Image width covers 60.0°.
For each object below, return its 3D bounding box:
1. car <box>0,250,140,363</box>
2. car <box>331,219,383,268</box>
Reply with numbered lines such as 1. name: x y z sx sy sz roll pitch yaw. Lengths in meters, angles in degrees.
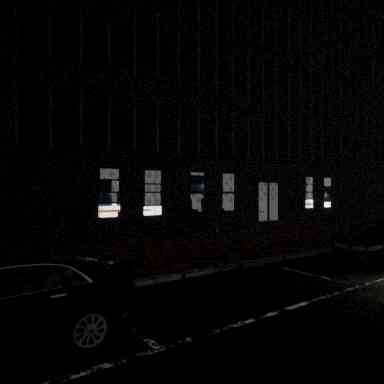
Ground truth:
1. car: -2.876 1.551 4.509 4.403 1.369 2.008 0 0 -35
2. car: 6.408 1.582 11.097 4.206 1.307 1.802 0 0 -35
